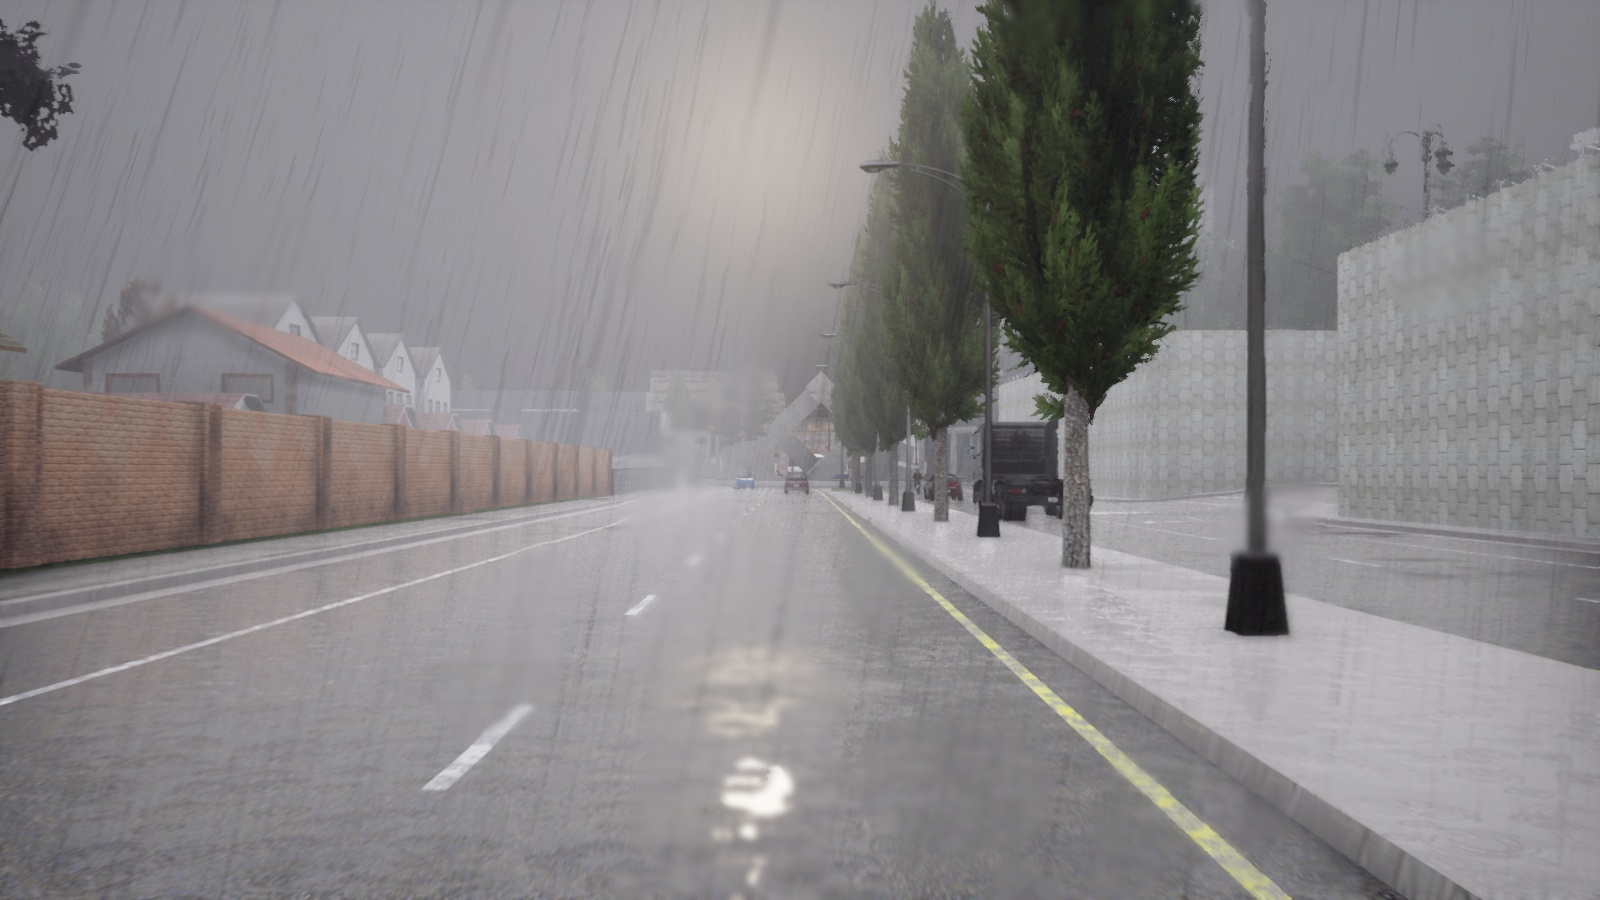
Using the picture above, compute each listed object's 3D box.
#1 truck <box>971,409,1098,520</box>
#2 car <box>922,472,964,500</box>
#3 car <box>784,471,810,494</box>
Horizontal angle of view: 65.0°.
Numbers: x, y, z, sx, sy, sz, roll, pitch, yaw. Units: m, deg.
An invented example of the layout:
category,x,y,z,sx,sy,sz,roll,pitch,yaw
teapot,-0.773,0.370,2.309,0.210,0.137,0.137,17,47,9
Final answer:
category,x,y,z,sx,sy,sz,roll,pitch,yaw
truck,7.891,0.527,43.349,2.891,3.462,7.936,0,-1,0
car,7.833,1.951,68.917,1.816,1.474,4.193,0,-1,0
car,-0.210,2.245,86.655,1.789,1.549,3.705,0,-1,0
